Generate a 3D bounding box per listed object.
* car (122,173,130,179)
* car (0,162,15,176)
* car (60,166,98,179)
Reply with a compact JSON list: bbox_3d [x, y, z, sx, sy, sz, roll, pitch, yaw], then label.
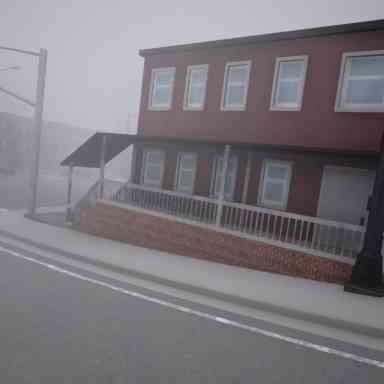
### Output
[{"bbox_3d":[-8.032,-2.460,50.250,2.033,1.411,5.357,10,6,36],"label":"car"},{"bbox_3d":[-20.188,-2.456,33.460,1.994,1.385,4.181,10,6,35],"label":"car"},{"bbox_3d":[-14.140,-2.510,41.820,1.837,1.490,4.892,10,6,35],"label":"car"}]
